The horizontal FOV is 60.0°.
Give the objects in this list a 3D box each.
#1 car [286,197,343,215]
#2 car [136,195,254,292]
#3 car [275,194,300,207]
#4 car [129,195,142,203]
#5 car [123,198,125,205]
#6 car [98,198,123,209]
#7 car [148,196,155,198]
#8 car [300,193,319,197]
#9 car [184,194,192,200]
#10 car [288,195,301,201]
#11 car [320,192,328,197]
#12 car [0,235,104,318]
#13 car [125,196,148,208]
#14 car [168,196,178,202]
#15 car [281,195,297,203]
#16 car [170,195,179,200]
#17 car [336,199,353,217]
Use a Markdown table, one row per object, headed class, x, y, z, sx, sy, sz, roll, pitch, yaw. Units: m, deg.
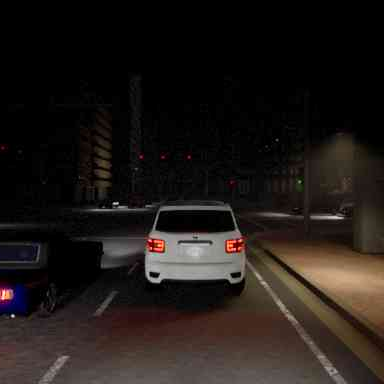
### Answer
| class | x | y | z | sx | sy | sz | roll | pitch | yaw |
| --- | --- | --- | --- | --- | --- | --- | --- | --- | --- |
| car | 12.294 | 1.505 | 32.896 | 4.892 | 1.490 | 1.837 | 0 | 0 | 0 |
| car | 0.093 | 1.221 | 9.100 | 2.150 | 2.045 | 5.566 | 0 | 0 | 1 |
| car | 13.236 | 1.153 | 47.125 | 1.932 | 1.855 | 4.605 | 0 | 0 | 0 |
| car | -11.416 | 1.477 | 67.697 | 1.882 | 1.535 | 5.008 | 0 | 0 | 0 |
| car | -11.439 | 1.601 | 55.297 | 1.895 | 1.301 | 4.718 | 0 | 0 | 0 |
| car | -11.407 | 1.547 | 45.705 | 2.033 | 1.411 | 5.357 | 0 | 0 | 0 |
| car | -7.942 | 1.504 | 57.076 | 1.837 | 1.490 | 4.892 | 0 | 0 | 0 |
| car | 16.130 | 1.156 | 47.073 | 1.905 | 1.878 | 3.866 | 0 | 0 | 0 |
| car | -0.990 | 1.303 | 85.825 | 1.882 | 1.535 | 5.008 | 0 | 0 | 0 |
| car | 24.570 | 1.395 | 79.651 | 1.970 | 1.475 | 3.806 | 0 | 0 | 0 |
| car | 30.148 | 1.153 | 79.707 | 1.932 | 1.855 | 4.605 | 0 | 0 | 0 |
| car | -3.420 | 1.601 | 7.348 | 1.895 | 1.301 | 4.718 | 0 | 0 | 1 |
| car | -7.912 | 1.477 | 47.804 | 1.882 | 1.535 | 5.008 | 0 | 0 | 0 |
| car | -4.453 | 1.550 | 77.656 | 1.994 | 1.385 | 4.181 | 0 | 0 | 0 |
| car | 18.817 | 1.395 | 64.543 | 1.970 | 1.475 | 3.806 | 0 | 0 | 0 |
| car | -4.490 | 1.378 | 85.809 | 1.994 | 1.385 | 4.181 | 0 | 0 | 0 |
| car | 15.449 | 1.564 | 29.361 | 4.181 | 1.385 | 1.994 | 0 | 0 | 1 |
